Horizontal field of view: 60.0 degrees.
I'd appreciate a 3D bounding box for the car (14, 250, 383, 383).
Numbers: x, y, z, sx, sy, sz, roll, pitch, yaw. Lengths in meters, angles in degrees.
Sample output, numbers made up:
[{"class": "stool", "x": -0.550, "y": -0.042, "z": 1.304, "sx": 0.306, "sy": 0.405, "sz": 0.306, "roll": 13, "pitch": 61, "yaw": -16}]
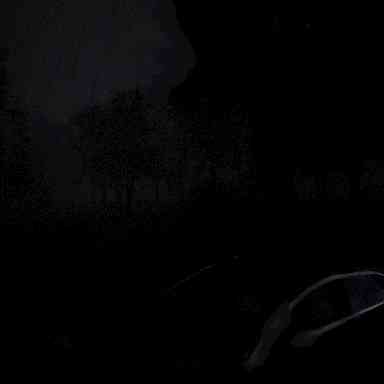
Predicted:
[{"class": "car", "x": 0.790, "y": 1.474, "z": 3.527, "sx": 4.902, "sy": 1.511, "sz": 2.128, "roll": 0, "pitch": 0, "yaw": -34}]
